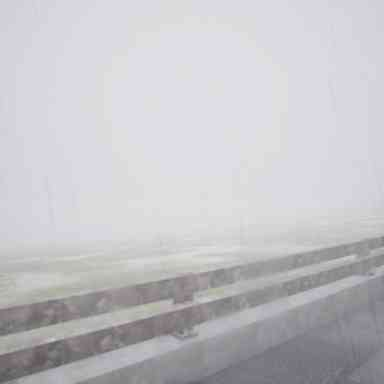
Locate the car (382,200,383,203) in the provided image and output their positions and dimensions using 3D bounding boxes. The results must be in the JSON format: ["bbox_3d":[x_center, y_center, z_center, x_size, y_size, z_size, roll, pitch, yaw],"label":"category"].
[{"bbox_3d":[42.445,1.735,71.171,2.128,1.511,4.902,0,-1,6],"label":"car"}]
